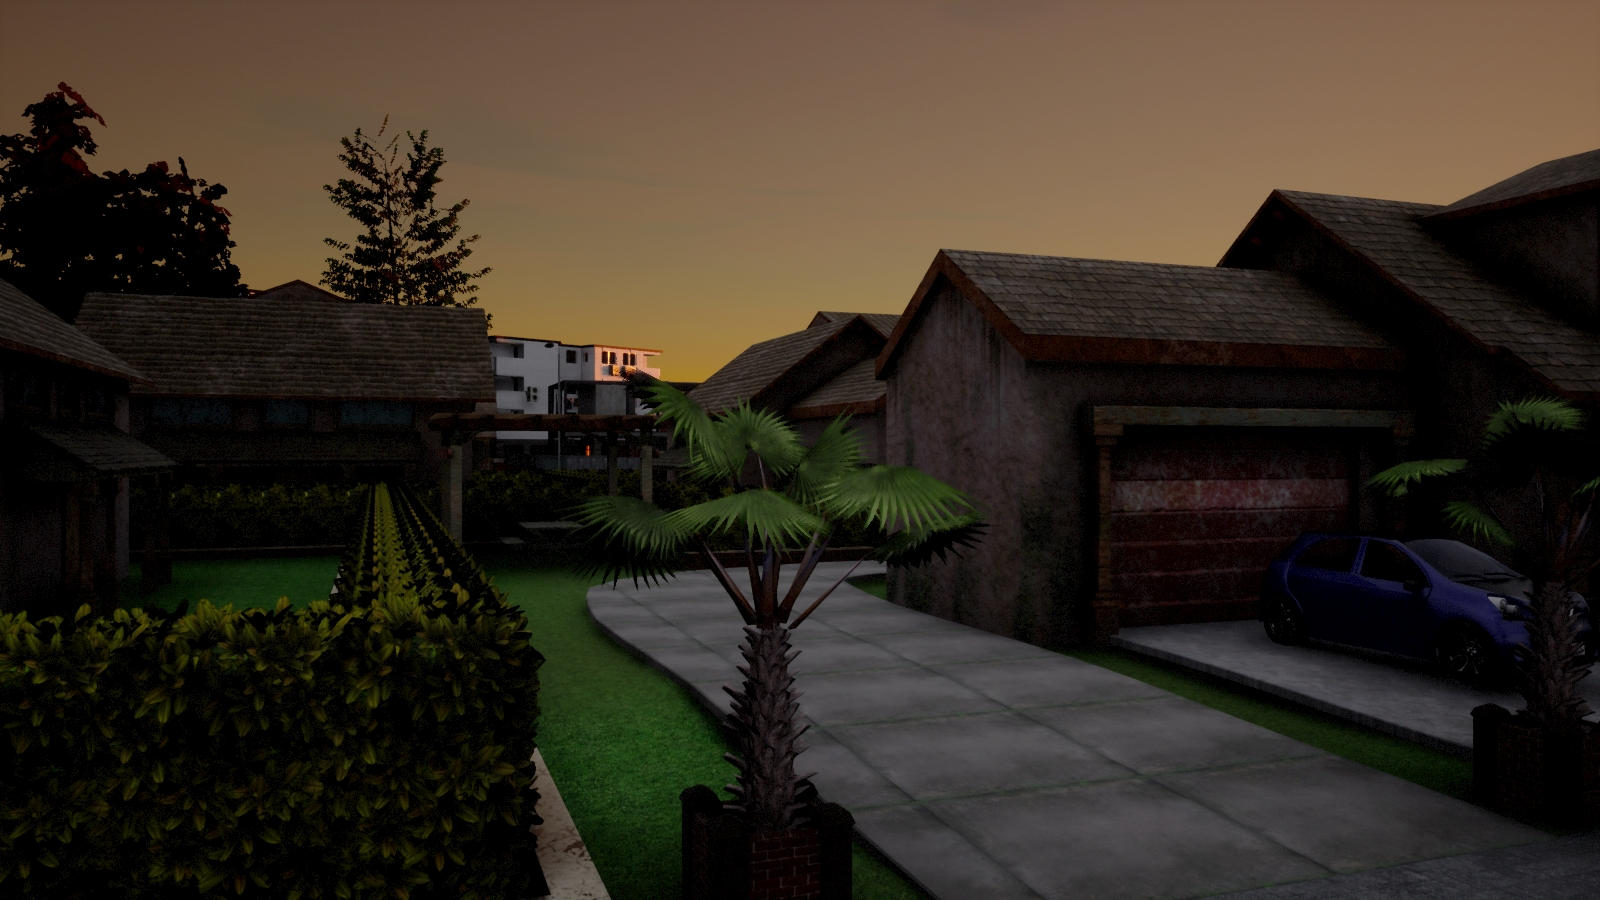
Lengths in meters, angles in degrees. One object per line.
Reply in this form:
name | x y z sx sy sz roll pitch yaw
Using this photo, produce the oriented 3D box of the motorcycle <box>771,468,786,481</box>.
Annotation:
motorcycle | -1.939 2.199 102.837 0.803 1.199 2.033 0 0 -20
